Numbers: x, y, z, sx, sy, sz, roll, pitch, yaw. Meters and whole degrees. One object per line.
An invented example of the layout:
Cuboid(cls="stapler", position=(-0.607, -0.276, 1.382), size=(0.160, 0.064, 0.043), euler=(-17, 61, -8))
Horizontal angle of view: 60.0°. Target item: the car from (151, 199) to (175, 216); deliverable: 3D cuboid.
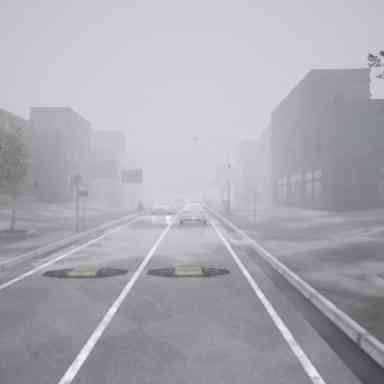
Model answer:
Cuboid(cls="car", position=(-3.100, 1.638, 34.532), size=(1.812, 1.442, 4.674), euler=(0, -1, 0))

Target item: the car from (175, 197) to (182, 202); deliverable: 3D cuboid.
Cuboid(cls="car", position=(-3.015, 1.727, 74.918), size=(1.994, 1.385, 4.181), euler=(0, 1, 0))

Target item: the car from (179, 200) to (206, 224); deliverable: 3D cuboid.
Cuboid(cls="car", position=(0.093, 1.537, 24.625), size=(1.812, 1.442, 4.674), euler=(0, 0, 0))
